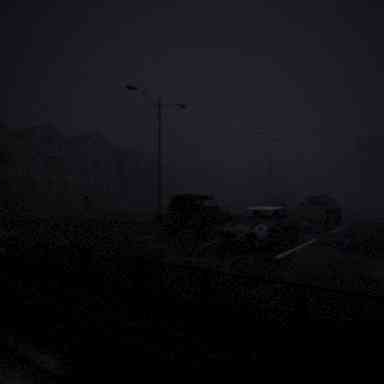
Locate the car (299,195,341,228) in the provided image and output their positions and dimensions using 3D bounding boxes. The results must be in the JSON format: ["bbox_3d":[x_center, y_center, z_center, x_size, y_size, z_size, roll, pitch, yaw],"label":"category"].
[{"bbox_3d":[7.607,1.084,20.138,1.932,1.855,4.605,0,0,35],"label":"car"}]

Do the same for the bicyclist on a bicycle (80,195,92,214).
[{"bbox_3d":[-9.122,1.051,28.541,1.656,1.620,0.582,0,0,35],"label":"bicyclist on a bicycle"}]

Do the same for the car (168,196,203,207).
[{"bbox_3d":[-0.846,1.288,46.940,2.033,1.411,5.357,0,0,36],"label":"car"}]

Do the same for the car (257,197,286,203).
[{"bbox_3d":[7.693,1.268,32.320,2.007,1.523,4.514,0,0,35],"label":"car"}]

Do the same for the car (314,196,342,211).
[{"bbox_3d":[14.746,1.211,35.976,1.970,1.475,3.806,0,0,35],"label":"car"}]

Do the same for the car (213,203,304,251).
[{"bbox_3d":[2.756,1.348,13.183,1.970,1.475,3.806,0,0,35],"label":"car"}]

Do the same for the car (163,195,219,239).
[{"bbox_3d":[0.390,1.056,15.596,1.905,1.878,3.866,0,0,35],"label":"car"}]
